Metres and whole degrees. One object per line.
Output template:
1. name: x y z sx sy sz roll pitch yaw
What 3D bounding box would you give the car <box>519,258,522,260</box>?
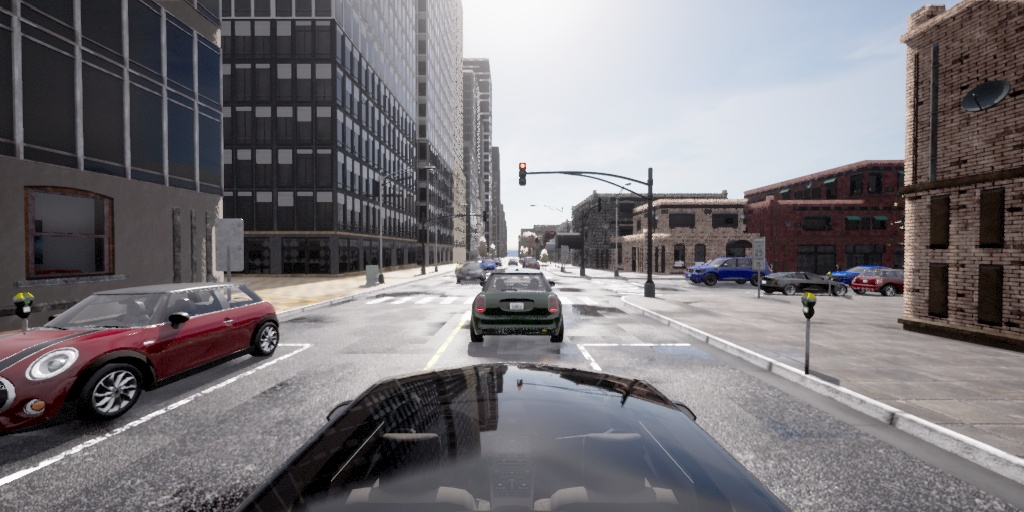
1. car: 2.768 1.043 60.371 2.192 1.841 5.009 0 0 0

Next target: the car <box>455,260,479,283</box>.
1. car: -3.066 1.265 27.467 1.812 1.442 4.674 0 0 0

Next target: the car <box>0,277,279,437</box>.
1. car: -5.687 1.188 5.557 1.967 1.591 4.097 0 0 0

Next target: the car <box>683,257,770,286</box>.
1. car: 15.763 1.102 26.190 5.566 2.045 2.150 1 1 1

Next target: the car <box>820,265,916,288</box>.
1. car: 25.731 1.452 26.051 5.008 1.535 1.882 1 1 1

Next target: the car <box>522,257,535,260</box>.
1. car: 2.753 1.172 49.082 1.967 1.591 4.097 0 0 0

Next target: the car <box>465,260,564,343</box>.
1. car: 0.146 1.099 9.857 2.097 1.767 4.553 0 0 1

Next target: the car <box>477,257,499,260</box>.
1. car: -3.044 1.211 44.776 1.882 1.535 5.008 0 0 0

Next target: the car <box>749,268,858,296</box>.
1. car: 16.436 1.544 20.403 4.313 1.339 1.948 0 0 1

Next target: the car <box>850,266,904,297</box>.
1. car: 21.984 1.471 20.324 4.097 1.591 1.967 0 0 1
